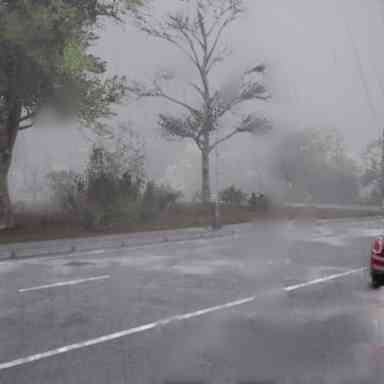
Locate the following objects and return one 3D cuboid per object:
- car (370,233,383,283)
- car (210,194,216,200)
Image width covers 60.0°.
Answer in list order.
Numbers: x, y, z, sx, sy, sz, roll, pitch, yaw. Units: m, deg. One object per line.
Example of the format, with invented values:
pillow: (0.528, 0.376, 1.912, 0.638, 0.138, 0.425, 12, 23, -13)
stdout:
car: (6.393, 1.255, 8.115, 4.553, 1.767, 2.097, -1, 1, -34)
car: (5.221, 1.057, 70.324, 1.882, 1.535, 5.008, -1, 0, -23)
